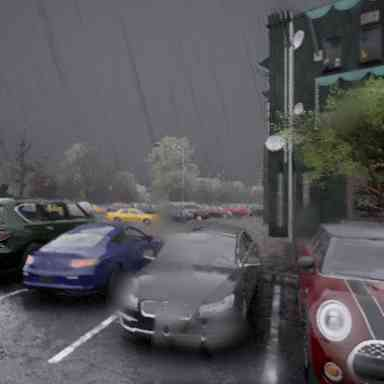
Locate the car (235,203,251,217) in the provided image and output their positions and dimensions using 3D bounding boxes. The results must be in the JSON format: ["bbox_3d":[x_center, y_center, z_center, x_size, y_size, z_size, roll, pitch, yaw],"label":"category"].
[{"bbox_3d":[4.799,2.539,45.857,5.566,2.045,2.435,2,-1,15],"label":"car"}]

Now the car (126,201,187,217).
[{"bbox_3d":[-3.763,2.074,33.499,5.566,2.045,2.435,2,-1,15],"label":"car"}]

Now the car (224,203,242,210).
[{"bbox_3d":[10.715,3.732,86.406,4.553,1.767,2.185,0,-2,14],"label":"car"}]

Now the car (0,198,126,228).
[{"bbox_3d":[-4.510,1.204,10.187,2.435,2.045,5.566,0,-1,16],"label":"car"}]

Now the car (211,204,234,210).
[{"bbox_3d":[7.532,3.674,81.460,5.366,1.575,1.946,0,-2,14],"label":"car"}]

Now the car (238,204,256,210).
[{"bbox_3d":[15.558,4.157,93.824,4.792,1.488,2.163,0,-2,13],"label":"car"}]

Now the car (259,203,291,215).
[{"bbox_3d":[15.121,3.084,60.671,5.566,2.045,2.435,2,-1,15],"label":"car"}]

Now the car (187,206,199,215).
[{"bbox_3d":[-2.073,2.464,35.966,4.674,1.452,2.002,2,-1,15],"label":"car"}]

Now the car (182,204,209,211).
[{"bbox_3d":[0.781,3.313,71.664,5.366,1.575,1.946,0,-2,15],"label":"car"}]

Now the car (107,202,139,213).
[{"bbox_3d":[-11.276,2.559,54.595,4.553,1.767,2.185,0,-2,15],"label":"car"}]

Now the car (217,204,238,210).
[{"bbox_3d":[9.028,3.768,83.950,4.892,1.521,2.231,0,-2,14],"label":"car"}]

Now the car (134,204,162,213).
[{"bbox_3d":[-7.862,2.905,59.474,4.674,1.452,2.002,0,-2,15],"label":"car"}]

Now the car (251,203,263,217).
[{"bbox_3d":[8.224,2.720,50.797,5.566,2.045,2.435,2,-1,15],"label":"car"}]

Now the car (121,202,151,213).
[{"bbox_3d":[-9.523,2.649,57.018,4.553,1.767,2.185,0,-2,15],"label":"car"}]

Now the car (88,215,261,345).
[{"bbox_3d":[0.308,1.476,6.726,2.231,1.521,4.892,1,0,16],"label":"car"}]

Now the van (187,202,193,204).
[{"bbox_3d":[-2.668,2.910,66.794,4.442,1.987,1.878,0,-2,15],"label":"van"}]

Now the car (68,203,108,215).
[{"bbox_3d":[-15.292,2.476,49.050,5.366,1.575,1.946,0,-2,15],"label":"car"}]

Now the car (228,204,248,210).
[{"bbox_3d":[12.341,3.947,88.869,5.008,1.535,2.097,0,-2,14],"label":"car"}]

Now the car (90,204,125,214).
[{"bbox_3d":[-13.151,2.611,51.791,4.792,1.488,2.163,0,-2,15],"label":"car"}]

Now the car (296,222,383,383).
[{"bbox_3d":[2.727,1.360,5.035,2.185,1.767,4.553,1,-1,16],"label":"car"}]

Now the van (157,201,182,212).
[{"bbox_3d":[-4.359,2.820,64.345,4.442,1.987,1.878,0,-2,15],"label":"van"}]

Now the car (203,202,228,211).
[{"bbox_3d":[5.644,3.336,79.063,5.566,2.045,2.435,0,-2,15],"label":"car"}]

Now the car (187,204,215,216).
[{"bbox_3d":[-0.338,2.518,38.444,5.008,1.535,2.097,2,-1,15],"label":"car"}]

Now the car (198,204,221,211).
[{"bbox_3d":[4.010,3.526,76.599,4.792,1.488,2.163,0,-2,15],"label":"car"}]

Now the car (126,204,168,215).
[{"bbox_3d":[-5.349,2.221,30.971,5.366,1.575,1.946,2,-1,15],"label":"car"}]

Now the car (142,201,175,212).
[{"bbox_3d":[-6.194,2.704,61.932,5.566,2.045,2.435,0,-2,15],"label":"car"}]

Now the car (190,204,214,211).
[{"bbox_3d":[2.261,3.436,74.159,4.792,1.488,2.163,0,-2,15],"label":"car"}]

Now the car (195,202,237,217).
[{"bbox_3d":[3.078,2.574,43.400,4.553,1.767,2.185,2,-1,15],"label":"car"}]

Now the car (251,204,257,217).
[{"bbox_3d":[6.504,2.910,48.325,4.792,1.488,2.163,2,-1,15],"label":"car"}]

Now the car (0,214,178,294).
[{"bbox_3d":[-2.103,1.505,8.439,2.002,1.452,4.674,0,-1,15],"label":"car"}]

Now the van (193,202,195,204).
[{"bbox_3d":[-0.976,3.000,69.244,4.442,1.987,1.878,0,-2,15],"label":"van"}]

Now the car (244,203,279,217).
[{"bbox_3d":[11.702,2.903,55.733,5.566,2.045,2.435,2,-1,15],"label":"car"}]
